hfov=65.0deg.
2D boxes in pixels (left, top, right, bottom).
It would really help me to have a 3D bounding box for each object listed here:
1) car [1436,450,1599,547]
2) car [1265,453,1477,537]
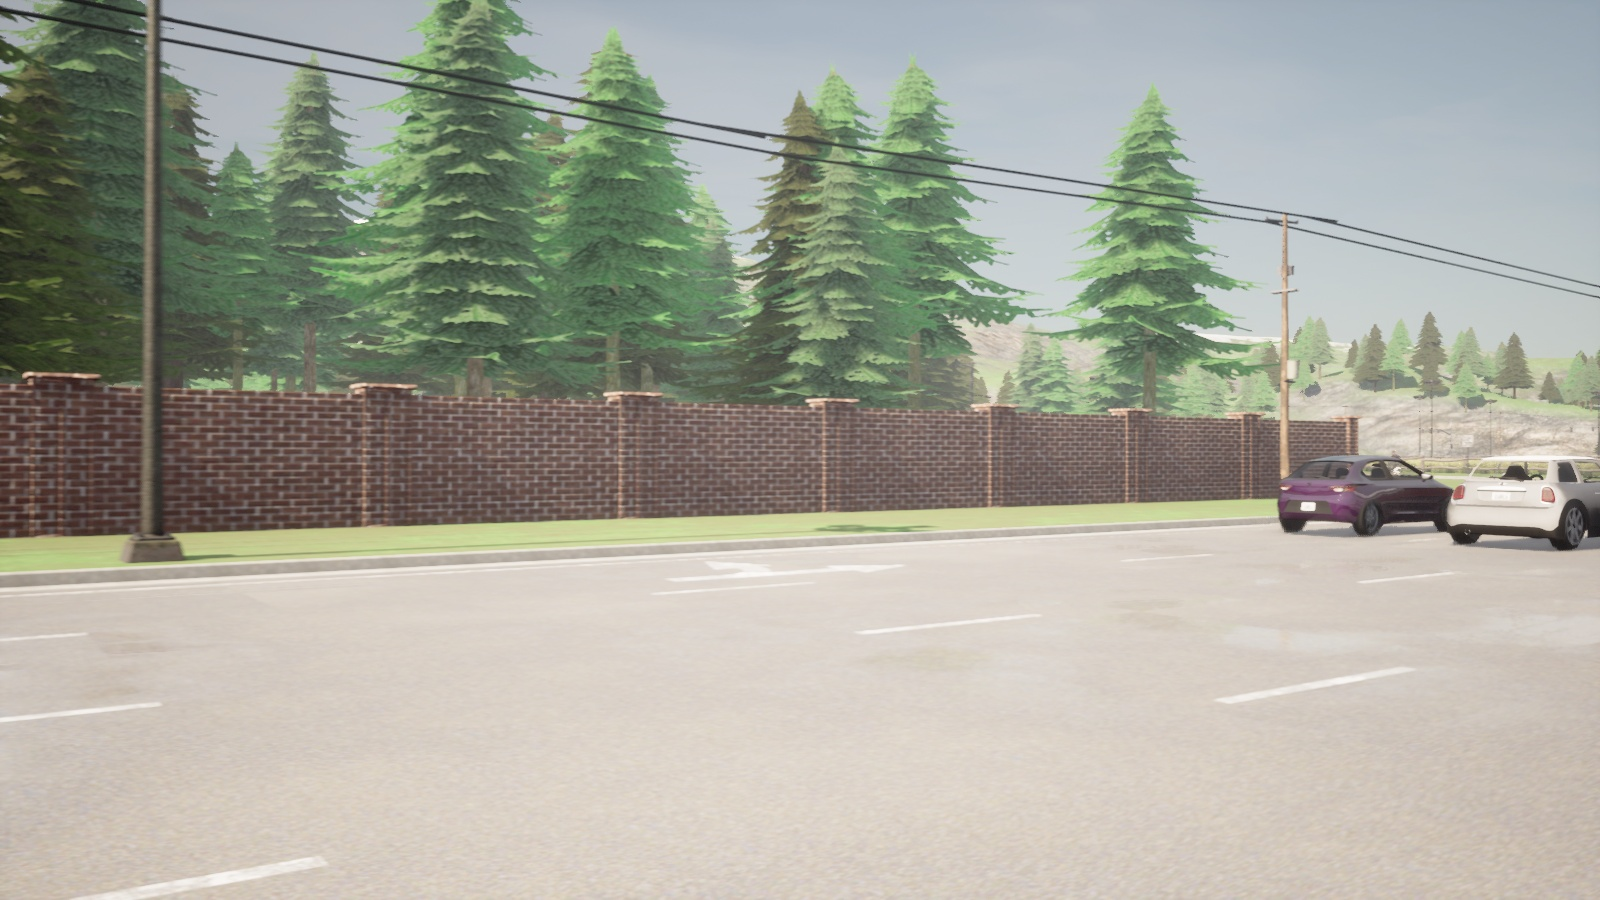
[{"bbox_3d":[12.602,0.735,20.958,3.806,1.475,1.970,0,0,-35],"label":"car"},{"bbox_3d":[10.998,0.794,24.106,4.193,1.474,1.816,0,0,-35],"label":"car"}]
